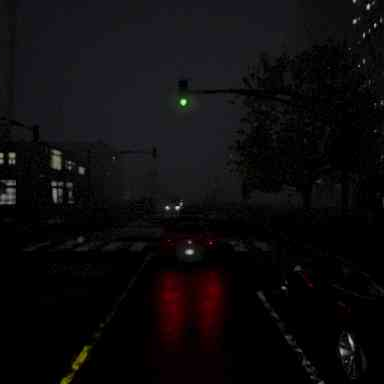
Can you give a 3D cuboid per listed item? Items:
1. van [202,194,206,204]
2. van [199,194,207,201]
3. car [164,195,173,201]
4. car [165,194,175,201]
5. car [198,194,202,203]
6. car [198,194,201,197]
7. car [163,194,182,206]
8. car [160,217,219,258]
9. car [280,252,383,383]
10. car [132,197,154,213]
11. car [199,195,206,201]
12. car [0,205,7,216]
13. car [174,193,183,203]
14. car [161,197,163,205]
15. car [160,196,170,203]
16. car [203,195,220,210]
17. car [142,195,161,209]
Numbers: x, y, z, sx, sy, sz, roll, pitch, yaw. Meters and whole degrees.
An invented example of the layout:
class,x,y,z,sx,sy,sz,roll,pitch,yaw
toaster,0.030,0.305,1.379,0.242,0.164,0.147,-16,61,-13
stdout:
class,x,y,z,sx,sy,sz,roll,pitch,yaw
van,2.684,1.352,48.717,1.690,1.788,3.998,0,0,0
van,2.678,1.362,82.023,1.690,1.788,3.998,0,0,0
car,-5.704,1.571,82.019,2.008,1.369,4.403,0,0,0
car,-5.704,1.337,87.570,2.192,1.841,5.009,0,0,0
car,2.681,1.565,59.819,2.008,1.369,4.403,0,0,0
car,2.679,1.583,70.921,1.947,1.339,4.313,0,0,0
car,-3.082,1.490,53.597,1.882,1.535,5.008,0,0,0
car,-0.237,1.604,12.733,1.895,1.301,4.718,0,0,-4
car,2.693,1.567,5.136,1.947,1.339,4.313,0,0,0
car,-5.695,1.590,37.610,1.802,1.307,4.206,0,0,0
car,2.676,1.548,87.744,1.752,1.417,4.829,0,0,0
car,-17.274,1.375,26.611,4.507,1.381,1.887,1,-1,-1
car,-3.014,1.238,69.164,2.150,2.045,5.566,0,0,0
car,-5.698,1.563,54.264,2.008,1.369,4.403,0,0,0
car,-5.702,1.542,70.747,1.752,1.417,4.829,0,0,0
car,2.684,1.535,43.335,1.752,1.417,4.829,0,0,0
car,-5.695,1.325,43.161,2.192,1.841,5.009,0,0,0
